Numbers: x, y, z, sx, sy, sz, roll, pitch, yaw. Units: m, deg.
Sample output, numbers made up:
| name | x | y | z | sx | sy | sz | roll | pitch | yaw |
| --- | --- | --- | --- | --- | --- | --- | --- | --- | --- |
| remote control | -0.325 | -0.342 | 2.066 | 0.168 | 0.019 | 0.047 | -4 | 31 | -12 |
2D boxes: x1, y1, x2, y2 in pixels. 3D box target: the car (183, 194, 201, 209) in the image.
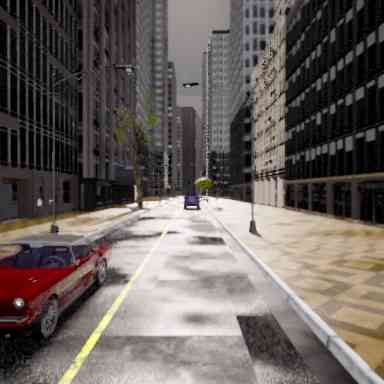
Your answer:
| name | x | y | z | sx | sy | sz | roll | pitch | yaw |
| --- | --- | --- | --- | --- | --- | --- | --- | --- | --- |
| car | -0.024 | 1.230 | 45.511 | 2.150 | 2.045 | 5.566 | 0 | 0 | 0 |

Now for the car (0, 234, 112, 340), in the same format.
| name | x | y | z | sx | sy | sz | roll | pitch | yaw |
| --- | --- | --- | --- | --- | --- | --- | --- | --- | --- |
| car | -3.067 | 1.599 | 6.667 | 1.895 | 1.301 | 4.718 | 0 | 0 | 0 |
